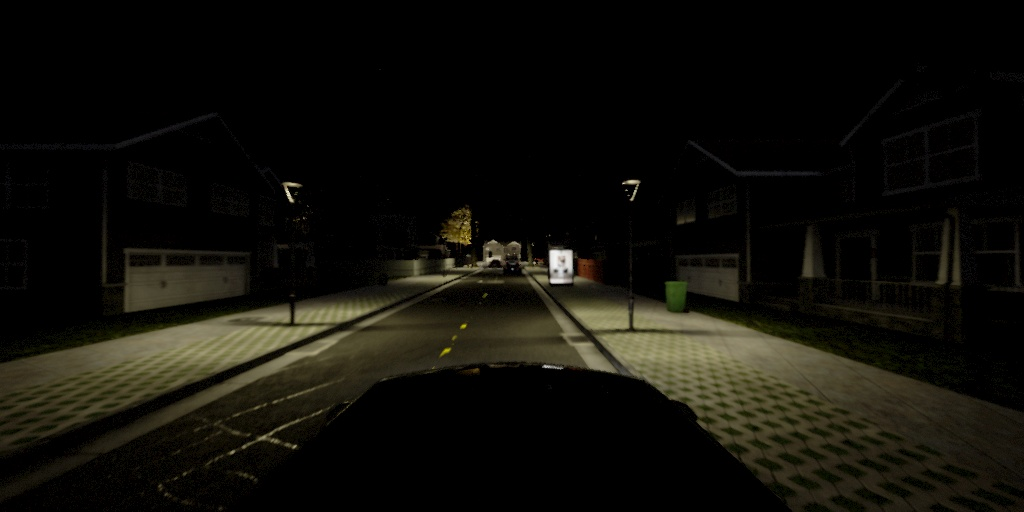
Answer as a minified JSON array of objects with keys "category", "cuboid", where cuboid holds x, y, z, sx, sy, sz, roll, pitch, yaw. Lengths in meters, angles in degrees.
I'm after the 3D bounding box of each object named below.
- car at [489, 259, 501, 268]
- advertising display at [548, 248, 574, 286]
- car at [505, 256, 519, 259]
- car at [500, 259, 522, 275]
[{"category":"car","cuboid":[-2.791,1.256,60.305,1.812,1.442,4.674,0,0,1]},{"category":"advertising display","cuboid":[3.011,0.773,21.892,1.540,2.440,0.280,0,0,0]},{"category":"car","cuboid":[0.017,0.961,49.005,2.150,2.045,5.566,0,0,0]},{"category":"car","cuboid":[0.061,1.306,38.114,1.994,1.385,4.181,0,0,1]}]
